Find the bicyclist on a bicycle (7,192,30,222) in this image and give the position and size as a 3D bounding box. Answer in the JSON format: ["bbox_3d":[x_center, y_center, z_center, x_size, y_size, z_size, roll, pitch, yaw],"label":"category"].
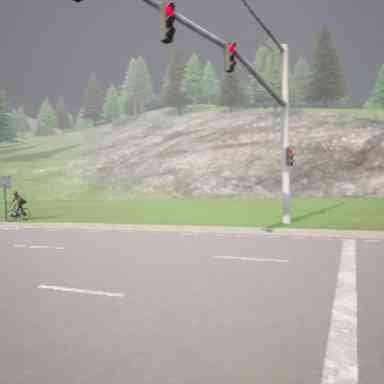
[{"bbox_3d":[-9.517,0.799,18.227,0.582,1.620,1.656,-1,2,16],"label":"bicyclist on a bicycle"}]
